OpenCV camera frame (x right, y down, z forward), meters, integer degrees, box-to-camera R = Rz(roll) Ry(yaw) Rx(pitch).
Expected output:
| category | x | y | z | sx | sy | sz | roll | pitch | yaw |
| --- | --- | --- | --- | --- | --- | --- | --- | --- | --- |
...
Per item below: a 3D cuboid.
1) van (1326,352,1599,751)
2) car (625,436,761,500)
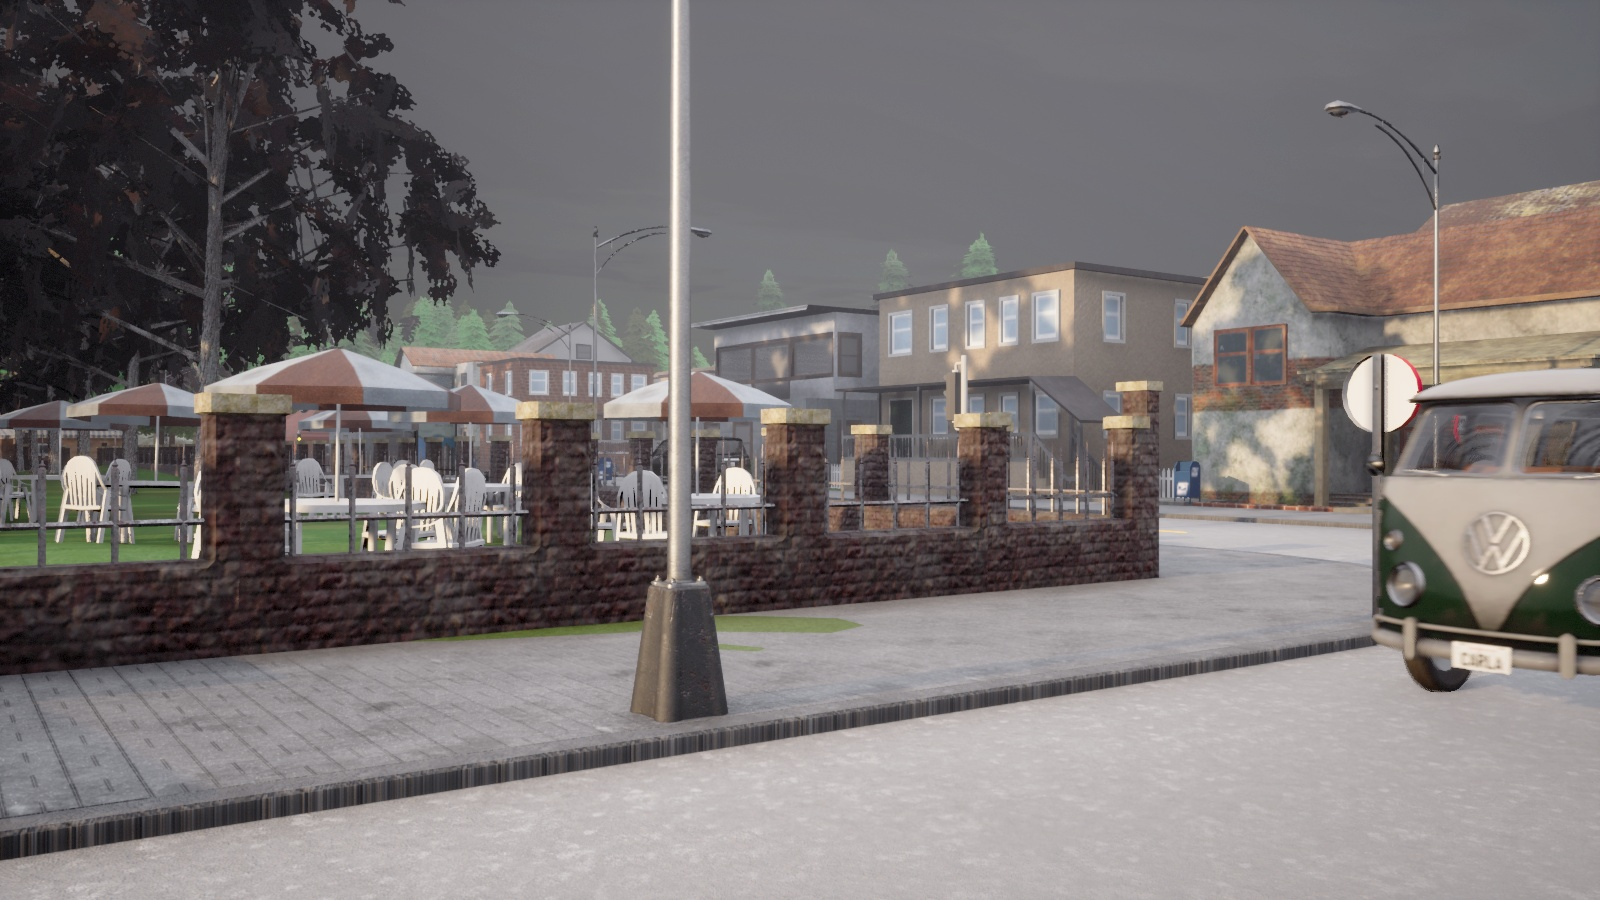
| category | x | y | z | sx | sy | sz | roll | pitch | yaw |
| --- | --- | --- | --- | --- | --- | --- | --- | --- | --- |
| van | 5.404 | 0.506 | 8.052 | 4.442 | 1.987 | 1.775 | 0 | 0 | -38 |
| car | -3.768 | 0.577 | 43.111 | 2.150 | 2.045 | 5.566 | 0 | 0 | -35 |
